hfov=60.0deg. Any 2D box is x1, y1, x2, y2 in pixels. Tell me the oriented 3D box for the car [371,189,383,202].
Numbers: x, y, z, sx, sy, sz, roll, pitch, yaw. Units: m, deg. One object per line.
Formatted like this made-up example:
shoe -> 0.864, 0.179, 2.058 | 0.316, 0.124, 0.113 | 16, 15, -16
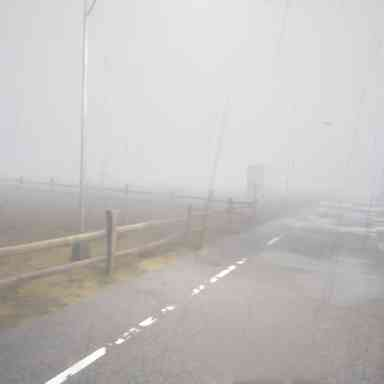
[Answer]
car -> 25.921, 0.609, 45.147 | 2.128, 1.511, 4.902 | 3, 3, 27
